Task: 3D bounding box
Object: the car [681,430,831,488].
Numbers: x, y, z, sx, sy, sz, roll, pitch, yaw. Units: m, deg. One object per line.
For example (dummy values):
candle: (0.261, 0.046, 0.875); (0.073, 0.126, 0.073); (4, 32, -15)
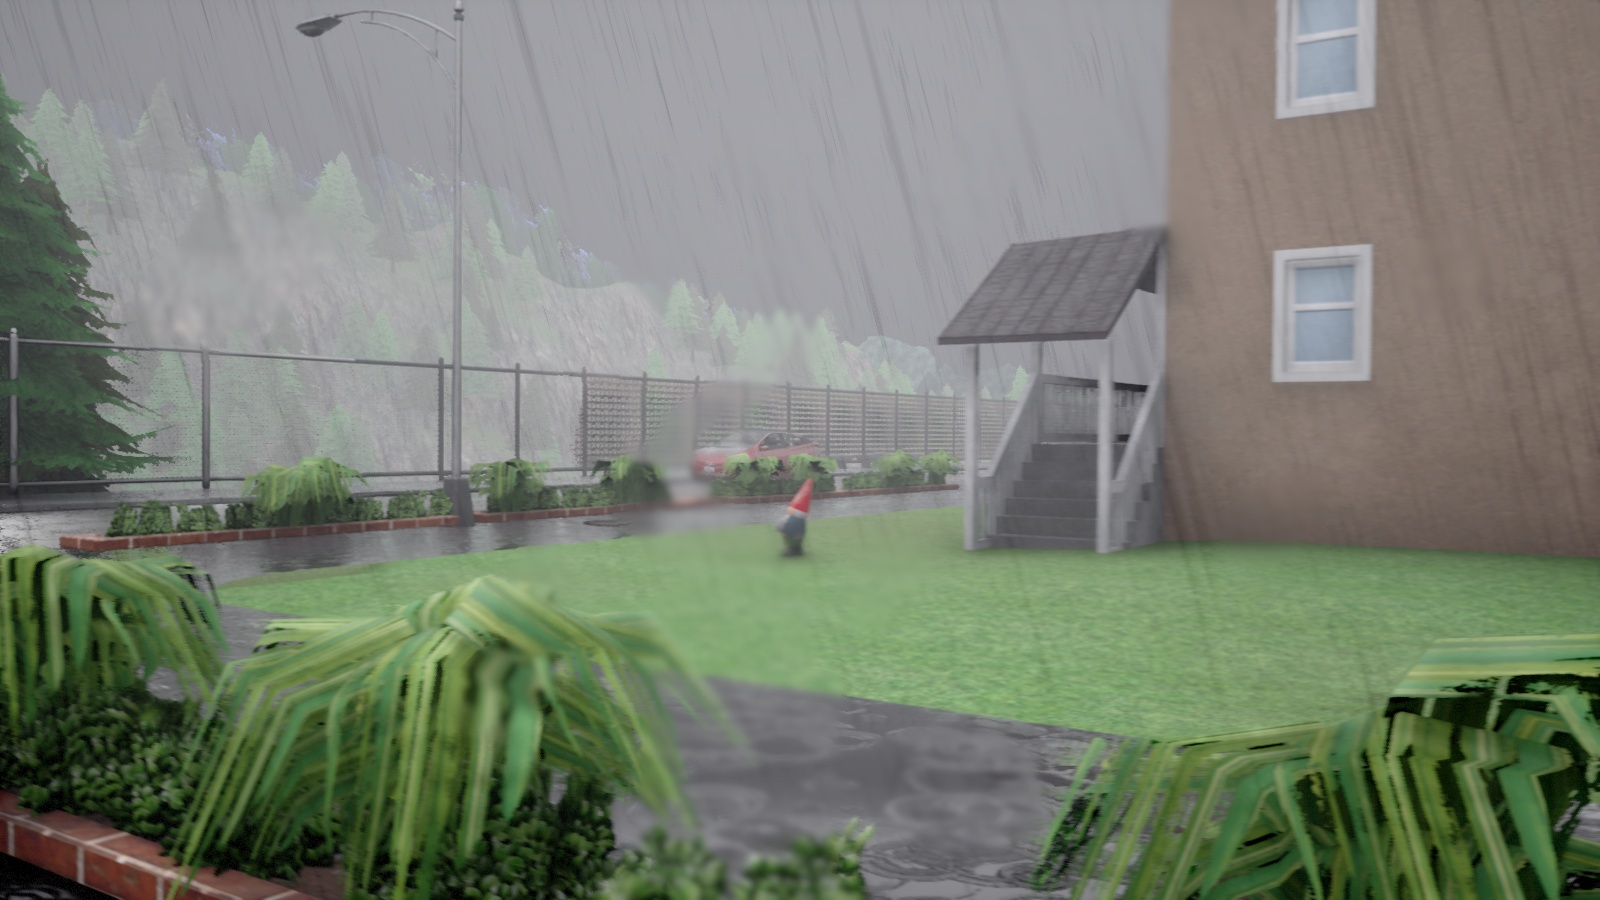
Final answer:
car: (-1.170, 0.200, 35.800); (2.007, 1.525, 4.514); (0, 1, 34)
